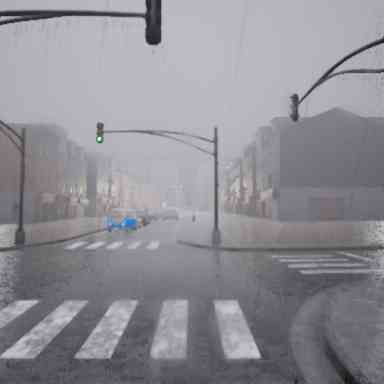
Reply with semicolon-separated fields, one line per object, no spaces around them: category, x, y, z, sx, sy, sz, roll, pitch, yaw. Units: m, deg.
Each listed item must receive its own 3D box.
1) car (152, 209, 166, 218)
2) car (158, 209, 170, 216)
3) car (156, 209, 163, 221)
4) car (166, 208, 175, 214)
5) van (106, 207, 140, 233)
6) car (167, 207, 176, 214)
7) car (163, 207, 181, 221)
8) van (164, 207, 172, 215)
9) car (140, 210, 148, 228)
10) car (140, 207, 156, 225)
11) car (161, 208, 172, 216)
car;-5.454;3.597;55.137;1.802;1.307;4.206;2;-2;0
car;-5.476;4.014;65.710;1.887;1.381;4.507;1;-2;0
car;-5.429;3.121;44.566;1.887;1.381;4.507;2;-2;0
car;-5.523;4.969;86.849;2.008;1.369;4.403;1;-3;0
van;-5.382;2.168;25.703;1.690;1.788;3.998;2;-2;0
car;-5.530;4.979;92.143;2.192;1.841;5.009;1;-3;0
car;-2.815;3.069;45.066;1.837;1.490;4.892;0;-2;0
van;-5.495;4.278;76.289;1.690;1.788;3.998;1;-3;0
car;-5.395;2.507;29.013;2.008;1.369;4.403;2;-2;0
car;-5.399;2.468;34.004;2.192;1.841;5.009;2;-2;0
car;-5.486;4.142;70.999;1.967;1.590;4.097;1;-3;0
